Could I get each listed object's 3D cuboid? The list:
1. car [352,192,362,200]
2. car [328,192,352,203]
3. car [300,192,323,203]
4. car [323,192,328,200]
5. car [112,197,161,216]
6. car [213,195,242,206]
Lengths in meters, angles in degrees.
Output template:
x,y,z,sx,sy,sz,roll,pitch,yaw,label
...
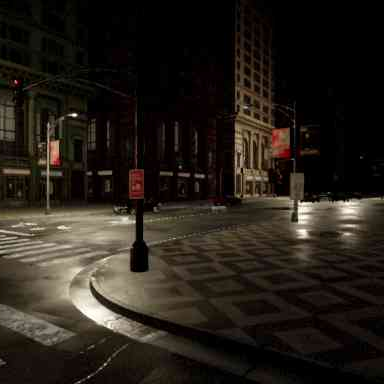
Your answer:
x,y,z,sx,sy,sz,roll,pitch,yaw,label
29.593,0.675,60.380,1.812,1.442,4.674,0,1,35,car
22.439,0.834,50.303,1.812,1.442,4.674,0,1,36,car
17.242,0.912,48.590,1.994,1.385,4.181,0,1,35,car
22.983,0.714,56.673,2.128,1.511,4.902,0,1,35,car
-4.778,1.181,29.158,1.837,1.490,4.892,0,1,35,car
4.540,1.073,42.255,1.895,1.301,4.718,0,1,36,car
